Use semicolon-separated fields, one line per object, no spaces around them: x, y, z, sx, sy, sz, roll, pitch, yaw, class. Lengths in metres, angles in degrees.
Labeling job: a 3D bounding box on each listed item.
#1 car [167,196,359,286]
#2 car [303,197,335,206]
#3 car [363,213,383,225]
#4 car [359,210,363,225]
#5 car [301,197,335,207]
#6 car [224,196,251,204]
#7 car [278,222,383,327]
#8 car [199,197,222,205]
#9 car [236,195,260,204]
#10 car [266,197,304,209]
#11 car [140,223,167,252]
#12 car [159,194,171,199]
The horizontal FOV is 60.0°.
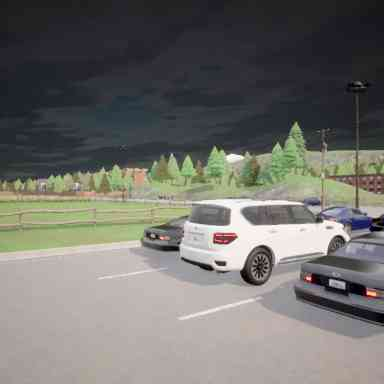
2.275;1.221;9.689;5.566;2.045;2.150;0;0;-35;car
20.674;1.525;54.490;1.812;1.442;4.674;0;0;-37;car
10.340;1.478;15.498;5.008;1.535;1.882;0;0;-35;car
8.475;1.526;18.460;4.674;1.442;1.812;0;0;-36;car
19.136;1.525;50.673;1.812;1.442;4.674;0;0;-37;car
8.808;1.547;64.799;2.033;1.411;5.357;0;0;-36;car
4.392;1.547;6.898;5.357;1.411;2.033;0;0;-36;car
3.272;1.564;60.456;1.994;1.385;4.181;0;0;-36;car
11.295;1.502;67.379;1.837;1.490;4.892;0;1;-36;car
13.055;1.490;47.090;2.128;1.511;4.902;0;0;-36;car
0.694;1.547;12.860;5.357;1.411;2.033;0;0;-36;car
-5.726;1.093;72.850;1.882;1.535;5.008;0;0;-36;car
